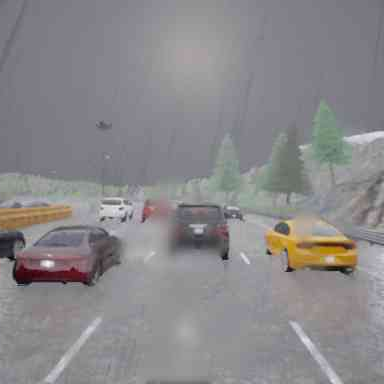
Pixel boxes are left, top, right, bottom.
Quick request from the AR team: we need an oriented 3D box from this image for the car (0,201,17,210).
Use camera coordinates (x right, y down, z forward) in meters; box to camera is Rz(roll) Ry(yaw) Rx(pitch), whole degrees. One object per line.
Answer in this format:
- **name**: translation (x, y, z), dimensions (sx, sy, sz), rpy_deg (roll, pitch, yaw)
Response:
- **car**: translation (-21.551, 1.797, 39.469), dimensions (1.812, 1.442, 4.674), rpy_deg (1, -1, -6)

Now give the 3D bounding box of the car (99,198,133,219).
- **car**: translation (-6.682, 1.534, 29.778), dimensions (2.150, 2.045, 5.566), rpy_deg (1, -1, -1)

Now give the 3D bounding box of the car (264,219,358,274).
- **car**: translation (3.752, 1.667, 11.364), dimensions (1.882, 1.535, 5.008), rpy_deg (1, 0, 1)

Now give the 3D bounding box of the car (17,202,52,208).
- **car**: translation (-17.947, 1.850, 38.810), dimensions (2.033, 1.411, 5.357), rpy_deg (1, -1, -5)

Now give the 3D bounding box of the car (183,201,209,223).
- **car**: translation (0.283, 1.741, 29.944), dimensions (2.097, 1.767, 4.553), rpy_deg (1, -1, -1)

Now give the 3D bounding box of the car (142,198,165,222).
- **car**: translation (-3.184, 1.572, 29.753), dimensions (2.150, 2.045, 5.566), rpy_deg (1, -1, -1)

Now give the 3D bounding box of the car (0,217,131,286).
- **car**: translation (-3.293, 1.654, 9.698), dimensions (1.994, 1.385, 4.181), rpy_deg (1, -1, 1)

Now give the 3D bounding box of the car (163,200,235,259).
- **car**: translation (0.310, 1.404, 13.667), dimensions (2.150, 2.045, 5.566), rpy_deg (1, -1, 2)

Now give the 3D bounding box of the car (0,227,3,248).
- **car**: translation (-6.791, 1.545, 9.809), dimensions (2.128, 1.511, 4.902), rpy_deg (1, -1, 2)

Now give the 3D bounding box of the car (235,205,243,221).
- **car**: translation (3.696, 1.982, 32.196), dimensions (1.812, 1.442, 4.674), rpy_deg (1, -1, -3)
